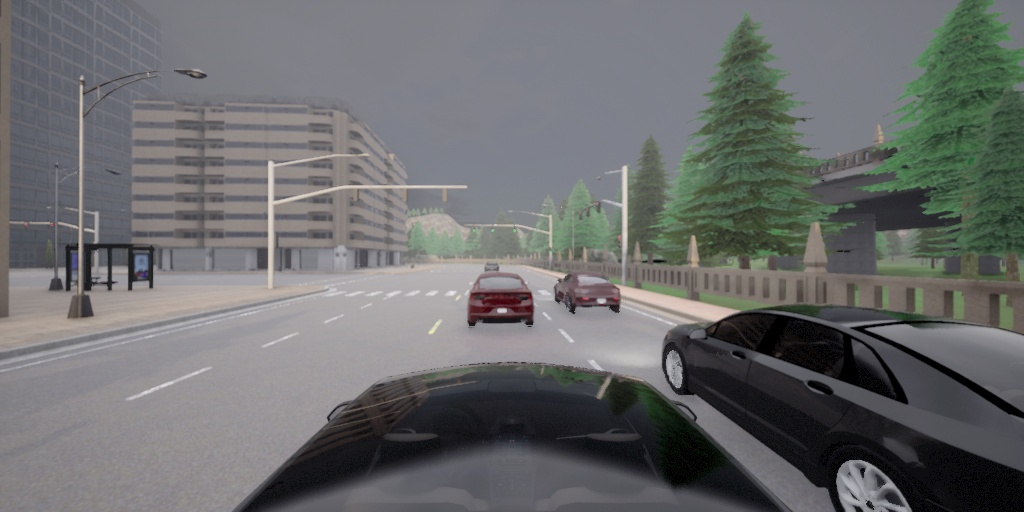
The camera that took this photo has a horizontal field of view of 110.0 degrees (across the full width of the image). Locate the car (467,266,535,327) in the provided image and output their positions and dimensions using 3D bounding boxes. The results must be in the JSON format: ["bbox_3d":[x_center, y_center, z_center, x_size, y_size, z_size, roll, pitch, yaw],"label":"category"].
[{"bbox_3d":[-0.424,1.273,11.807,1.882,1.535,5.008,0,0,-4],"label":"car"}]

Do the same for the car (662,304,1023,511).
[{"bbox_3d":[3.268,1.263,3.745,1.837,1.490,4.892,0,0,0],"label":"car"}]

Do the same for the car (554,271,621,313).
[{"bbox_3d":[2.873,1.330,14.291,1.812,1.442,4.674,0,0,-3],"label":"car"}]

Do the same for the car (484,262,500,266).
[{"bbox_3d":[-2.561,1.439,45.792,2.128,1.511,4.902,0,0,-4],"label":"car"}]
